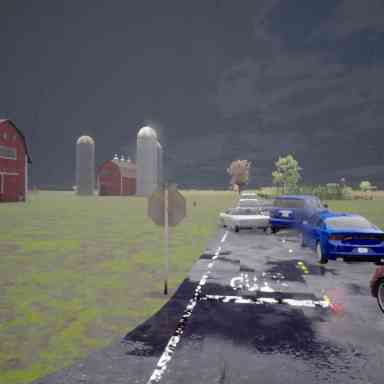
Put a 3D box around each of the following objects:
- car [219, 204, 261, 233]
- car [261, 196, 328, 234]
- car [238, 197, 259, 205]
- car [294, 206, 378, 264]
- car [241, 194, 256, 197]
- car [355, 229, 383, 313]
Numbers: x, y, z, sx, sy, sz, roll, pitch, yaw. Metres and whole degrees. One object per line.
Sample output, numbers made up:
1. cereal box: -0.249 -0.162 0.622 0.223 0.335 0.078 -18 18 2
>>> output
1. car: 3.033 1.603 19.953 1.895 1.301 4.718 0 0 -9
2. car: 6.177 1.225 18.699 2.150 2.045 5.566 1 1 36
3. car: 5.083 1.504 29.736 1.837 1.490 4.892 0 0 9
4. car: 5.114 1.481 11.752 1.882 1.535 5.008 0 0 8
5. car: 6.847 1.216 40.293 2.150 2.045 5.566 0 0 10
6. car: 4.618 1.529 4.575 1.812 1.442 4.674 0 0 -9
